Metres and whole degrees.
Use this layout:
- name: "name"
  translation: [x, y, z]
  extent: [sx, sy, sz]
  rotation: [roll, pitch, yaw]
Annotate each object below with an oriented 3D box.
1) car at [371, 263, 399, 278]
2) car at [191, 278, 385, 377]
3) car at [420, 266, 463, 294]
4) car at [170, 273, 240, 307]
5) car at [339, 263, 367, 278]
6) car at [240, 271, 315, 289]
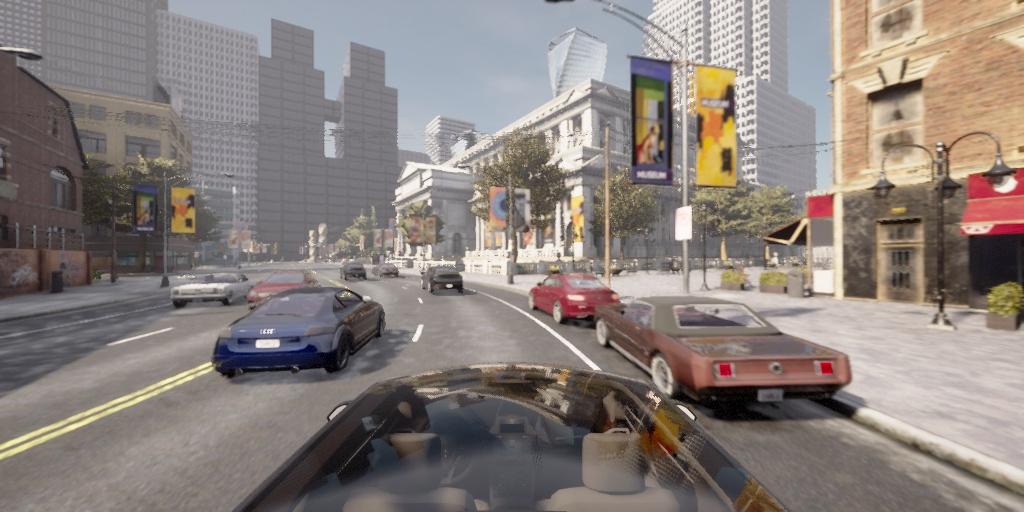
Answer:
- name: "car"
  translation: [-13.264, 1.466, 37.434]
  extent: [2.033, 1.411, 5.357]
  rotation: [0, 0, -32]
- name: "car"
  translation: [-4.084, 1.352, 7.617]
  extent: [1.994, 1.385, 4.181]
  rotation: [0, 0, -7]
- name: "car"
  translation: [-4.207, 1.330, 21.200]
  extent: [1.837, 1.490, 4.892]
  rotation: [0, 0, -22]
- name: "car"
  translation: [-13.482, 1.476, 16.508]
  extent: [1.895, 1.301, 4.718]
  rotation: [0, 0, -22]
- name: "car"
  translation: [-14.631, 1.418, 32.950]
  extent: [1.837, 1.490, 4.892]
  rotation: [0, 0, -32]
- name: "car"
  translation: [-9.463, 1.363, 15.311]
  extent: [1.812, 1.442, 4.674]
  rotation: [0, 0, -17]
